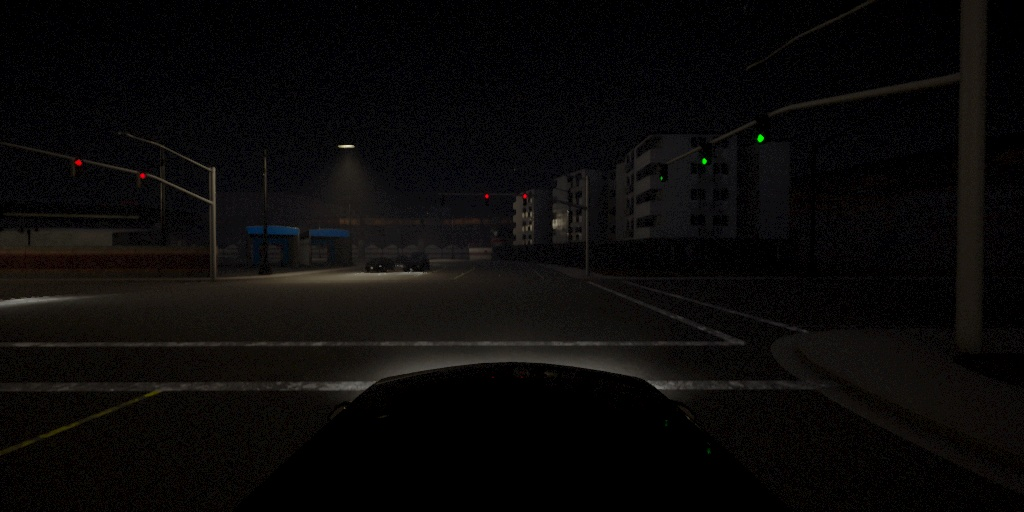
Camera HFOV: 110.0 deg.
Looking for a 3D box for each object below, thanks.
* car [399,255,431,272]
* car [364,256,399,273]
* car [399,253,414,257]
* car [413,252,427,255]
[{"bbox_3d":[-9.966,0.925,37.991,2.033,1.411,5.357,0,1,-1],"label":"car"},{"bbox_3d":[-13.498,0.898,36.829,1.837,1.490,4.892,0,1,-1],"label":"car"},{"bbox_3d":[-17.286,0.649,56.719,1.837,1.490,4.892,0,0,-25],"label":"car"},{"bbox_3d":[-15.797,0.307,61.594,2.150,2.045,5.566,0,0,-29],"label":"car"}]
